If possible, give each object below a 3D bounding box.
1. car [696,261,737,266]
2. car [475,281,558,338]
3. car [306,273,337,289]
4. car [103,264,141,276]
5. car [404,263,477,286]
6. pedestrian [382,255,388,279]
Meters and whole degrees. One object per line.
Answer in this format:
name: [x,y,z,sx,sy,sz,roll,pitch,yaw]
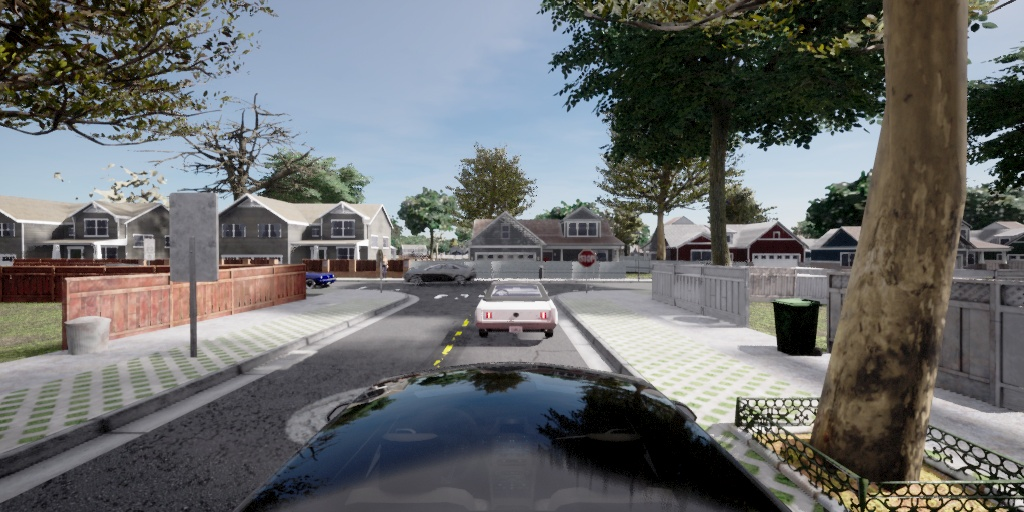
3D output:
car: [13.433,1.144,24.777,4.553,1.767,2.097,0,1,-1]
car: [0.123,1.349,10.220,1.895,1.301,4.718,0,0,1]
car: [-13.242,1.314,21.561,4.718,1.301,1.895,0,1,-1]
car: [-23.089,1.199,21.461,4.674,1.442,1.812,0,1,0]
car: [-4.852,1.210,24.597,4.902,1.511,2.128,0,1,-1]
pedestrian: [-9.767,0.809,27.451,0.375,1.860,0.375,0,0,-1]
